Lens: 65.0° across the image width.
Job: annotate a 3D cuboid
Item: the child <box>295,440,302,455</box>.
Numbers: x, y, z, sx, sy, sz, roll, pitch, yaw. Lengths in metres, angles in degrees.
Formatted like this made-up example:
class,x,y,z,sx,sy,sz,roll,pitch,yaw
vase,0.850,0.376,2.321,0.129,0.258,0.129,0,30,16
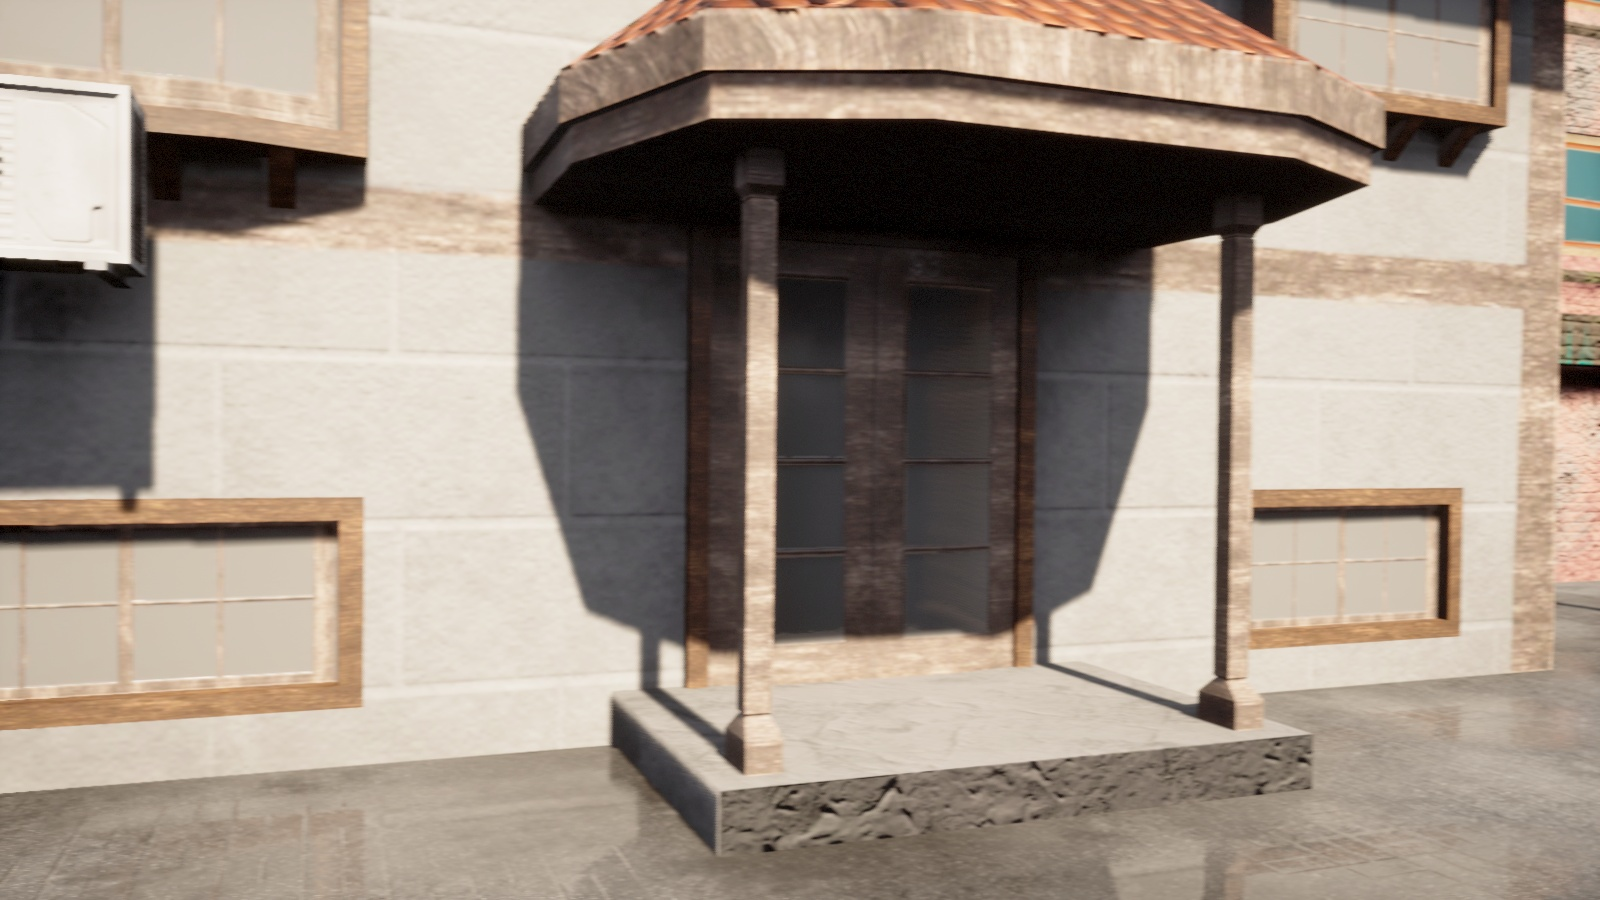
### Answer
class,x,y,z,sx,sy,sz,roll,pitch,yaw
child,-35.313,-0.173,88.412,0.394,1.110,0.255,-1,1,-16
